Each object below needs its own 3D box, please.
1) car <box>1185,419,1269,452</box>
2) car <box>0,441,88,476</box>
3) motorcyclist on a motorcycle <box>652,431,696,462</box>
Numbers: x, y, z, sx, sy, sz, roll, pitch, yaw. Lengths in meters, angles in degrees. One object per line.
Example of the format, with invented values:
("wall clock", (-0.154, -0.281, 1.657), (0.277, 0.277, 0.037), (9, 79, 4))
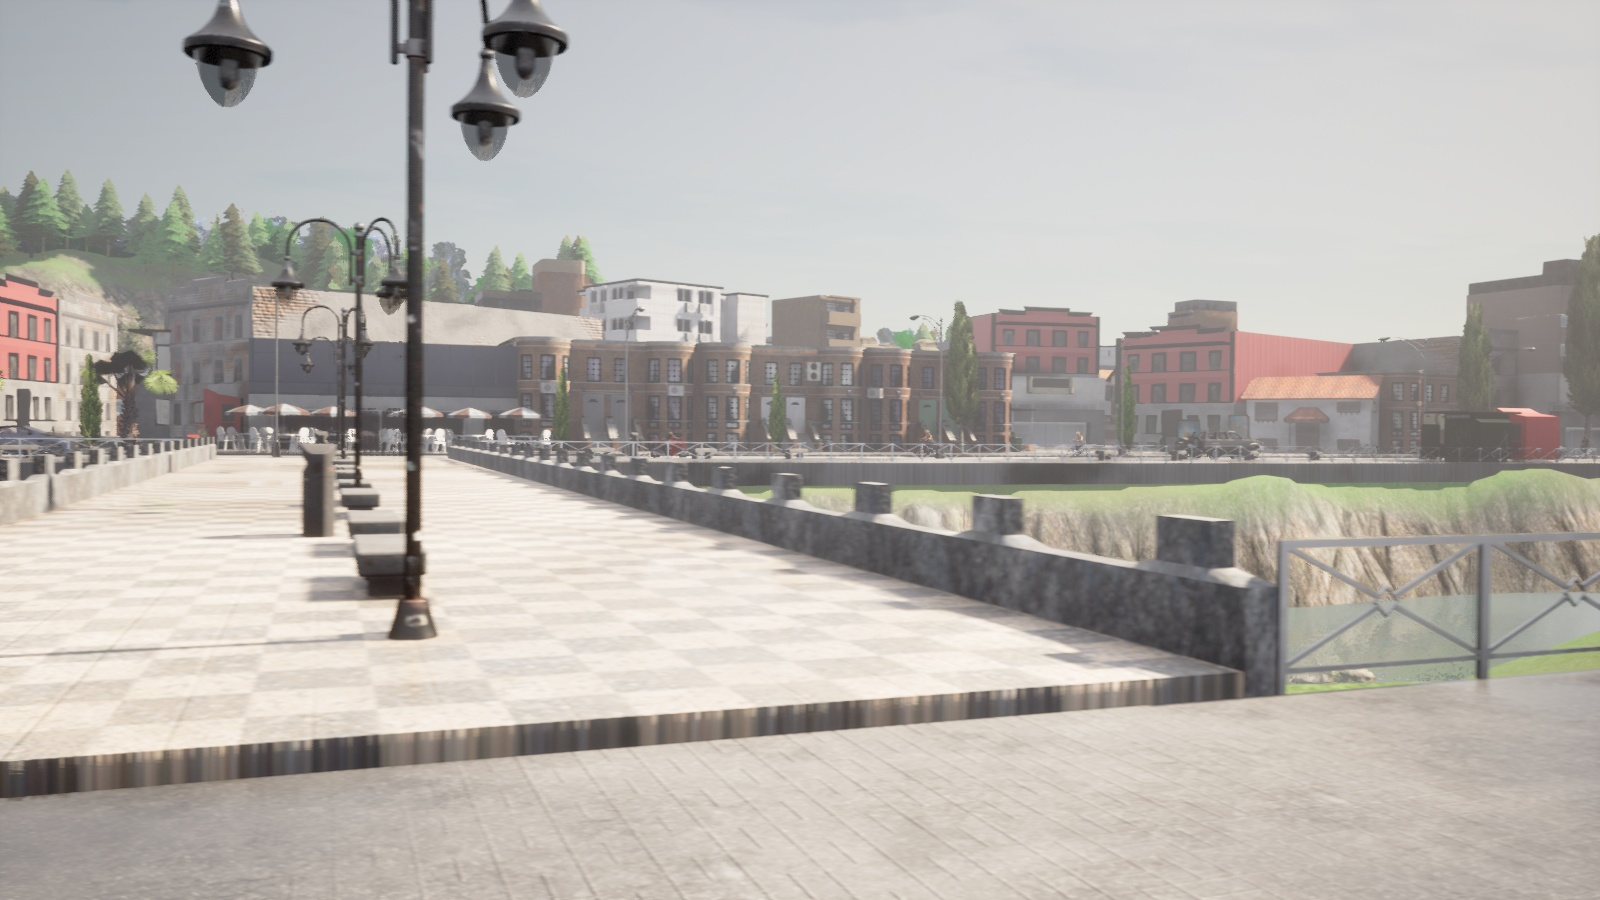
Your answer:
("car", (25.572, -0.885, 75.192), (4.605, 1.855, 1.932), (-1, 1, -21))
("car", (-32.653, 0.351, 53.067), (4.181, 1.385, 1.994), (-1, 1, -21))
("motorcyclist on a motorcycle", (-6.345, -0.177, 63.063), (2.044, 1.523, 0.797), (-1, 1, -21))
